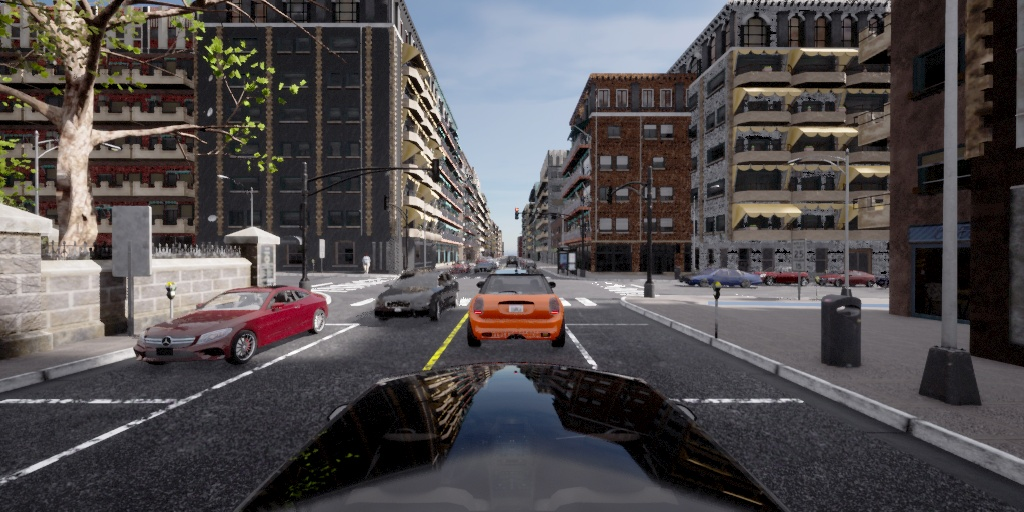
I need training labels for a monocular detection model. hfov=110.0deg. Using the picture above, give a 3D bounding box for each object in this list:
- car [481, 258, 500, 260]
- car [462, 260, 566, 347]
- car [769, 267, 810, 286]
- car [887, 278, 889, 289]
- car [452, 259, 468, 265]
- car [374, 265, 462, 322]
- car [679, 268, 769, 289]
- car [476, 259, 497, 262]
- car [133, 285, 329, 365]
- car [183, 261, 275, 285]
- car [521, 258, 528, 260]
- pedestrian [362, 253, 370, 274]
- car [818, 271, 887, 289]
[{"bbox_3d":[-3.155,1.312,49.956,1.994,1.385,4.181,0,0,0],"label":"car"},{"bbox_3d":[0.116,1.101,9.484,2.097,1.767,4.553,0,0,1],"label":"car"},{"bbox_3d":[21.343,1.571,28.859,4.097,1.591,1.967,0,0,-1],"label":"car"},{"bbox_3d":[29.796,1.895,26.409,4.718,1.301,1.895,1,0,-1],"label":"car"},{"bbox_3d":[-5.743,1.187,40.385,1.967,1.591,4.097,0,0,0],"label":"car"},{"bbox_3d":[-3.080,1.254,12.444,1.837,1.490,4.892,-1,0,3],"label":"car"},{"bbox_3d":[15.215,1.584,26.214,5.357,1.411,2.033,1,0,-1],"label":"car"},{"bbox_3d":[-3.146,1.312,40.982,1.994,1.385,4.181,0,0,0],"label":"car"},{"bbox_3d":[-5.697,1.331,7.974,1.802,1.307,4.207,0,0,0],"label":"car"},{"bbox_3d":[-17.677,1.035,22.569,4.181,1.385,1.994,1,0,-1],"label":"car"},{"bbox_3d":[2.622,1.298,51.668,2.007,1.370,4.403,0,0,0],"label":"car"},{"bbox_3d":[-12.754,0.651,31.367,0.375,1.860,0.375,0,-1,-1],"label":"pedestrian"},{"bbox_3d":[27.016,1.813,28.936,4.207,1.307,1.802,0,0,-1],"label":"car"}]
